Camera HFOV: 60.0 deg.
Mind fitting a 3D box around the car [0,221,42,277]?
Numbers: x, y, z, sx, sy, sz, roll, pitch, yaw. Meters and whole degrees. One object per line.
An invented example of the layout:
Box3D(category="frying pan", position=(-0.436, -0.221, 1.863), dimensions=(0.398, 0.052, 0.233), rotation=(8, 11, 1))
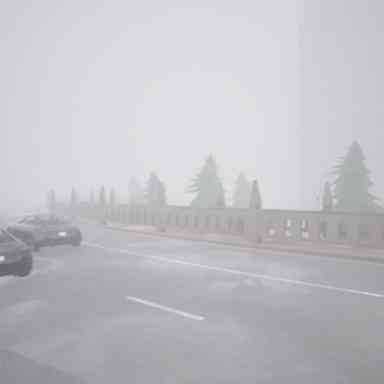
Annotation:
Box3D(category="car", position=(-6.259, 1.626, 9.497), dimensions=(4.181, 1.385, 1.994), rotation=(0, 0, 42))

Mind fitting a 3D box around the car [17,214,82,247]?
Box3D(category="car", position=(-6.601, 1.657, 14.710), dimensions=(4.181, 1.385, 1.994), rotation=(0, 0, 45))
